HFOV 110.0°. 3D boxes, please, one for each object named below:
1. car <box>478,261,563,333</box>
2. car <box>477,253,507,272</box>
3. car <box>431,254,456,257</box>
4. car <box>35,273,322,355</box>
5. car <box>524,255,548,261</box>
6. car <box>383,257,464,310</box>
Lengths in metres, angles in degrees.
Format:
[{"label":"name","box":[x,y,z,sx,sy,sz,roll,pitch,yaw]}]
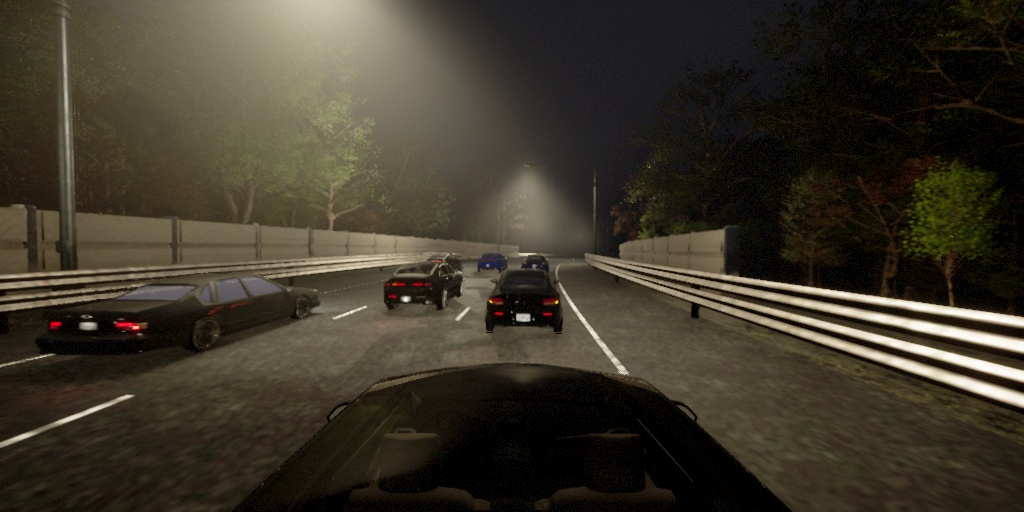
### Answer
[{"label":"car","box":[0.353,1.058,9.832,1.812,1.442,4.674,0,2,3]},{"label":"car","box":[-1.510,0.507,29.291,1.882,1.535,5.008,0,1,7]},{"label":"car","box":[-5.203,0.543,27.923,2.128,1.511,4.902,0,1,7]},{"label":"car","box":[-6.738,1.110,8.303,2.033,1.411,5.357,0,2,3]},{"label":"car","box":[1.869,0.628,28.118,1.994,1.385,4.181,0,1,7]},{"label":"car","box":[-2.982,0.948,12.954,1.837,1.490,4.892,0,2,3]}]
